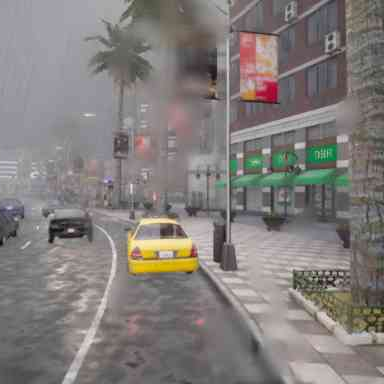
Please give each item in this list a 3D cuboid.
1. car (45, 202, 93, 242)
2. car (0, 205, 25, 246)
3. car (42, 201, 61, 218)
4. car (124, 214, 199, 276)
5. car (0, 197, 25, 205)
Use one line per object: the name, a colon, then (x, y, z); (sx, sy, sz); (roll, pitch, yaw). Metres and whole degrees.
car: (-5.980, 1.473, 16.490); (1.882, 1.535, 5.008); (0, 0, -20)
car: (-9.118, 1.540, 14.910); (2.033, 1.411, 5.357); (0, 0, -19)
car: (-12.619, 1.554, 30.528); (1.994, 1.385, 4.181); (0, 0, -27)
car: (-1.121, 1.456, 10.384); (1.801, 1.575, 5.366); (0, 0, -11)
car: (-15.654, 1.337, 28.773); (2.097, 1.767, 4.553); (0, 0, -27)
